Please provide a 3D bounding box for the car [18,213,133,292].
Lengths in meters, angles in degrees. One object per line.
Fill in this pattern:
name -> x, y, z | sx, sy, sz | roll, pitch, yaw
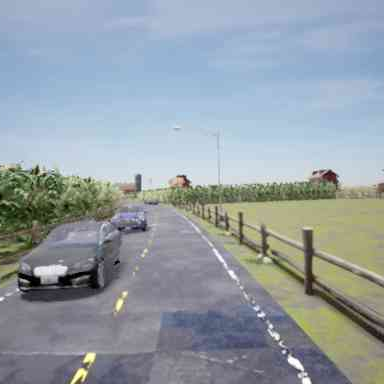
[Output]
car -> -3.195, 1.642, 9.599 | 2.128, 1.511, 4.902 | -2, 0, -3

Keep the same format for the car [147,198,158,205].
car -> -8.824, 2.250, 75.401 | 1.994, 1.385, 4.181 | -1, 0, -12

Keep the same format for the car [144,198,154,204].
car -> -10.988, 2.254, 85.224 | 2.033, 1.411, 5.357 | -1, 0, -13

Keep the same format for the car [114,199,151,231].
car -> -4.040, 1.606, 22.124 | 2.097, 1.767, 4.553 | -2, 0, -5
